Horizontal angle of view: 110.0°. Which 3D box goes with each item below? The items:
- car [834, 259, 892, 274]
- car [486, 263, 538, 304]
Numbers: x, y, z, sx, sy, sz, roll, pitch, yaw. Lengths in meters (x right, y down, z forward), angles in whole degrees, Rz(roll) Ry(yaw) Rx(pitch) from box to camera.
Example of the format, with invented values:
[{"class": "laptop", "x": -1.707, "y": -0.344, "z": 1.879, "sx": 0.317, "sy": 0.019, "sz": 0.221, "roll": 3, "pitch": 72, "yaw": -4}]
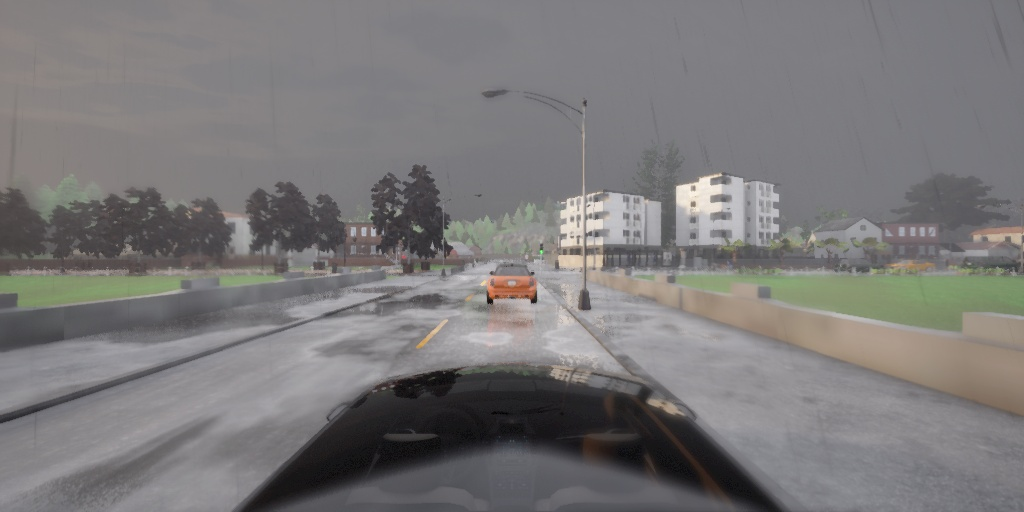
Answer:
[{"class": "car", "x": 39.199, "y": 1.114, "z": 40.395, "sx": 4.553, "sy": 1.767, "sz": 2.097, "roll": 0, "pitch": 0, "yaw": 0}, {"class": "car", "x": 0.000, "y": 1.113, "z": 16.470, "sx": 2.097, "sy": 1.767, "sz": 4.553, "roll": 0, "pitch": 0, "yaw": 0}]
